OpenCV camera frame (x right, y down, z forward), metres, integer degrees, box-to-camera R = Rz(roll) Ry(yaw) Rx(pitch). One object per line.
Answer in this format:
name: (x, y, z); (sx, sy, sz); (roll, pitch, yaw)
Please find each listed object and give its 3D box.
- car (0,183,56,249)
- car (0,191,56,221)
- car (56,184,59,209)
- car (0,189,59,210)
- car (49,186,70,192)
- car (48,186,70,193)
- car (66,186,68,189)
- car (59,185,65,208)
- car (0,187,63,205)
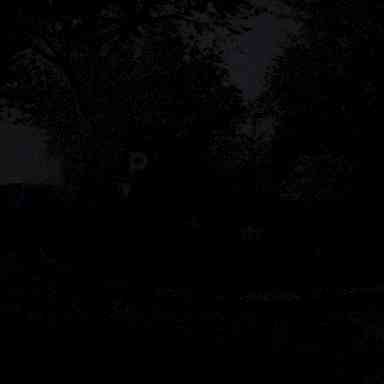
car: (-7.815, 0.762, 11.290); (5.566, 2.045, 2.435); (2, 1, -20)
car: (-10.565, 0.778, 19.051); (5.008, 1.535, 2.097); (2, 1, -20)
car: (-8.709, 0.684, 13.796); (5.566, 2.045, 2.435); (2, 1, -20)
car: (-13.395, 0.581, 26.910); (4.792, 1.488, 2.163); (2, 1, -20)
car: (-35.298, -0.772, 88.666); (4.892, 1.521, 2.231); (2, 0, -20)
car: (-34.194, -0.718, 85.585); (5.008, 1.535, 2.097); (2, 0, -20)
car: (-20.833, 0.025, 47.901); (4.674, 1.452, 2.002); (2, 1, -20)
car: (-11.514, 0.448, 21.663); (5.566, 2.045, 2.435); (2, 1, -20)
car: (-15.412, 0.399, 32.102); (5.366, 1.575, 1.946); (2, 1, -20)
